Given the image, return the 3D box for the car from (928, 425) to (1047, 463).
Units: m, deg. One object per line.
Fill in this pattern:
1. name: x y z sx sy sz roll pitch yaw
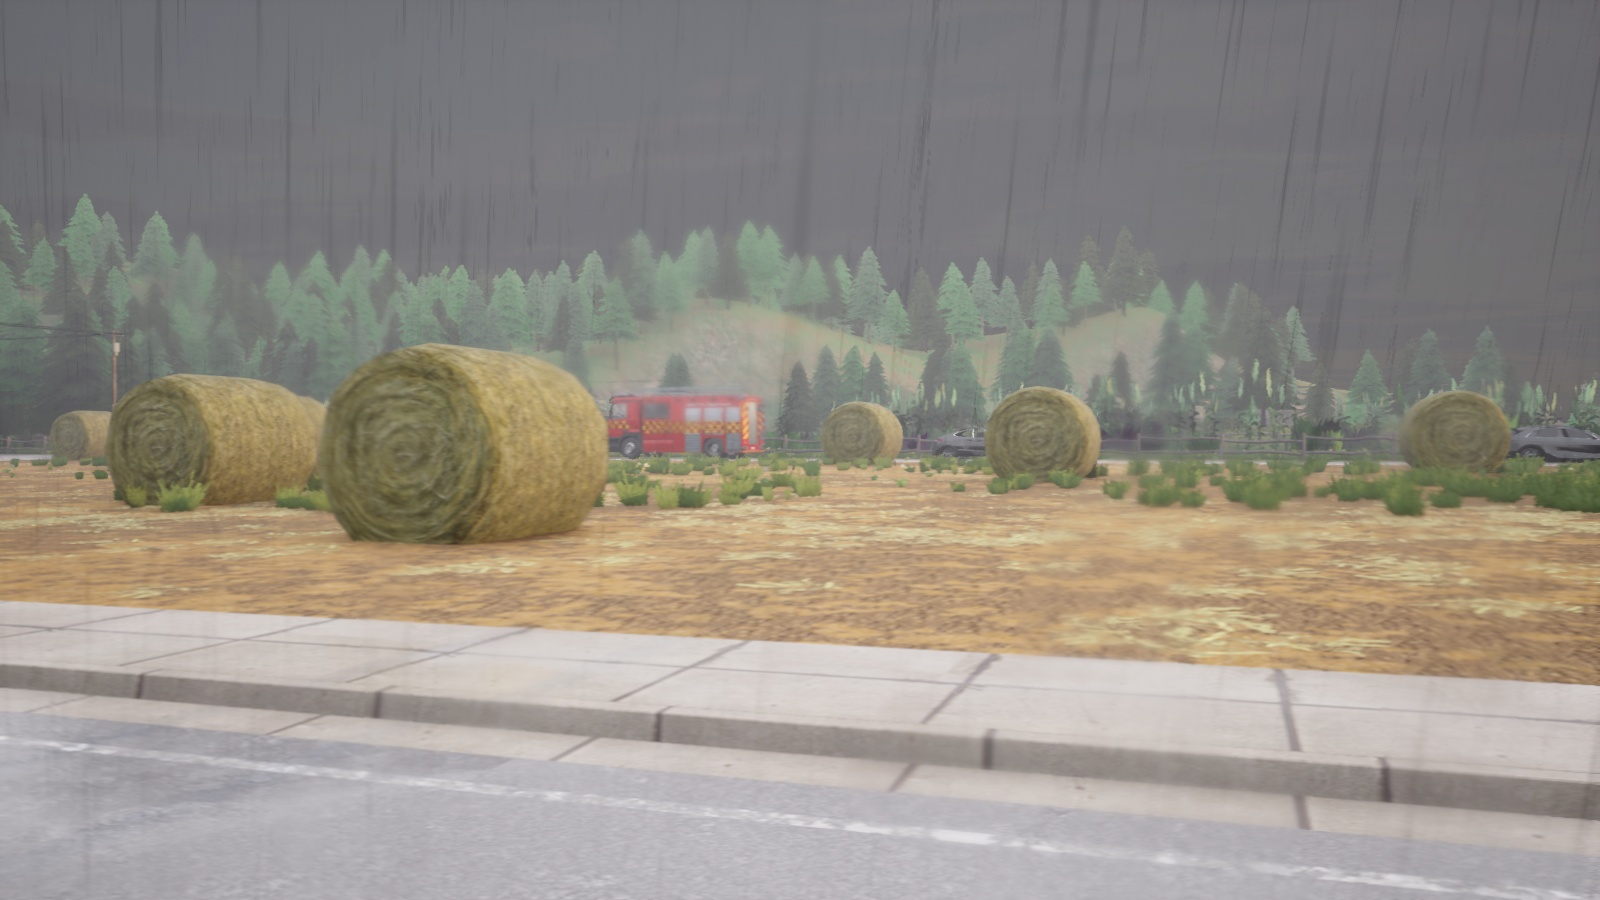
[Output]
1. car: 8.638 -0.296 57.783 5.027 1.651 2.152 1 1 22

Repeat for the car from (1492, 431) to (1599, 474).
1. car: 29.893 0.076 49.015 4.856 1.649 2.033 1 1 22

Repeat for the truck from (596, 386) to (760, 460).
1. truck: -6.608 -1.458 67.845 8.468 3.827 2.891 1 1 22
